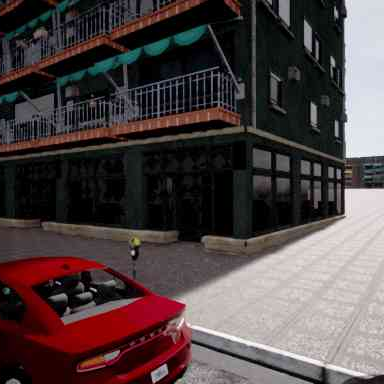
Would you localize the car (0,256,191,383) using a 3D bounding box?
[{"bbox_3d":[-2.111,1.545,4.392,4.507,1.381,1.887,0,0,36],"label":"car"}]

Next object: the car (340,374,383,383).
[{"bbox_3d":[2.470,1.566,1.108,4.313,1.339,1.947,0,0,36],"label":"car"}]
